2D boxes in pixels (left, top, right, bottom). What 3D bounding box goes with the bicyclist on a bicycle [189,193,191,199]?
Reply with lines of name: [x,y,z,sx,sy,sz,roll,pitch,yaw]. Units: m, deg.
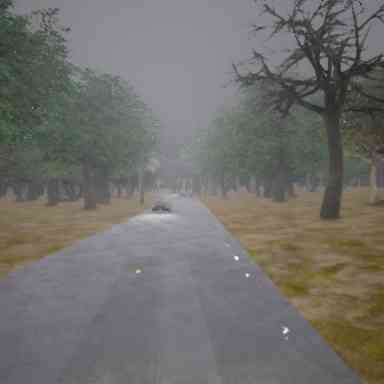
bicyclist on a bicycle: [-0.519,0.994,82.652,0.582,1.620,1.656,0,0,-4]

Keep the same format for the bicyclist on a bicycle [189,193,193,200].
bicyclist on a bicycle: [0.027,1.040,74.156,0.866,1.612,1.509,0,0,-3]

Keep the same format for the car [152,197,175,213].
car: [-3.089,1.461,34.921,1.895,1.301,4.718,0,0,0]

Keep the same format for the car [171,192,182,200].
car: [-3.879,1.038,75.569,1.812,1.442,4.674,0,0,-3]
